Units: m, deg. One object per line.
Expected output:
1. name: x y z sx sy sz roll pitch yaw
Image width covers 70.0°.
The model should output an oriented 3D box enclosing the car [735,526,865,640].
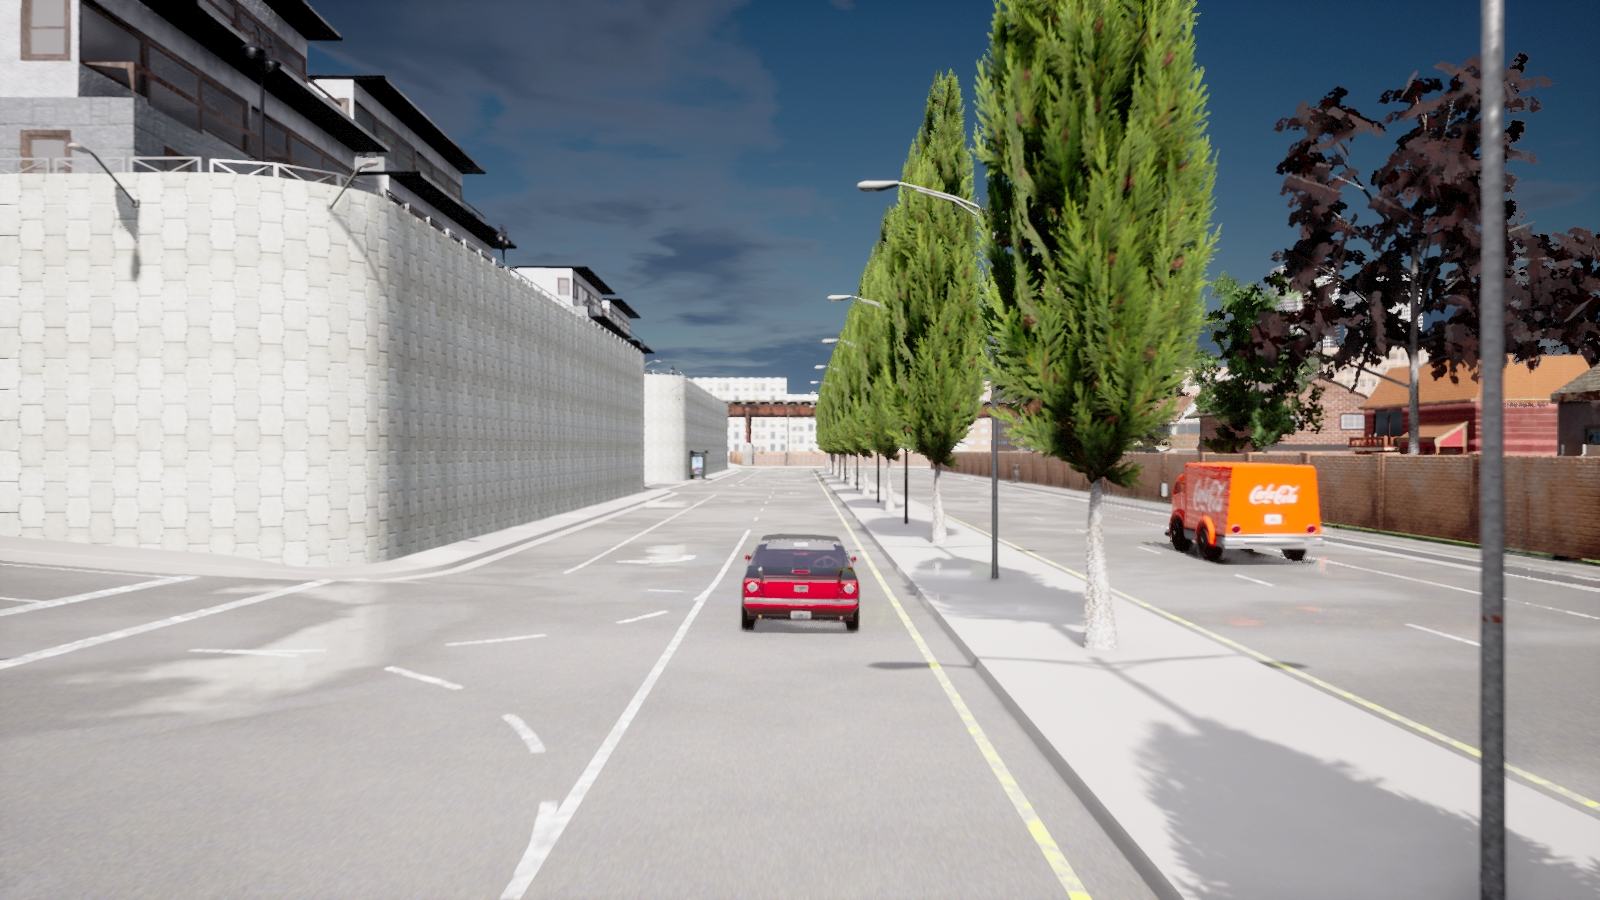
1. car: -0.003 2.118 19.209 1.895 1.301 4.718 1 0 0

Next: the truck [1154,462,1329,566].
1. truck: 11.483 1.568 30.236 2.627 2.467 5.204 0 0 0
